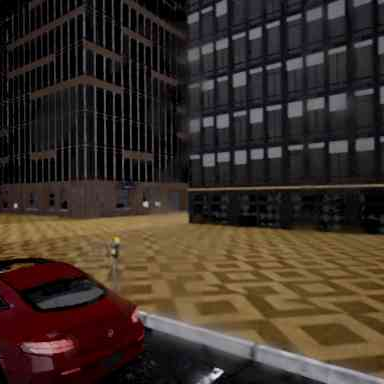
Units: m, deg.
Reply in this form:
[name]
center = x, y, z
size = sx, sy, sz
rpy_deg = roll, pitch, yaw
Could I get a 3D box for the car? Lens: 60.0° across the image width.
[car]
center = -2.517, 1.605, 4.679
size = 4.206, 1.307, 1.802
rpy_deg = 0, -1, 36
